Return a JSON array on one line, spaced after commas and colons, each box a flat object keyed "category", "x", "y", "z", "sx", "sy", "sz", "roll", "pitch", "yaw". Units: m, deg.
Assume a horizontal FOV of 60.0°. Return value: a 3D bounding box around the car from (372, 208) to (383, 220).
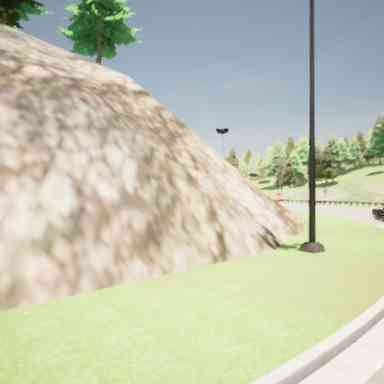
[{"category": "car", "x": 14.934, "y": 1.550, "z": 24.225, "sx": 1.895, "sy": 1.301, "sz": 4.718, "roll": 0, "pitch": 0, "yaw": 8}]
